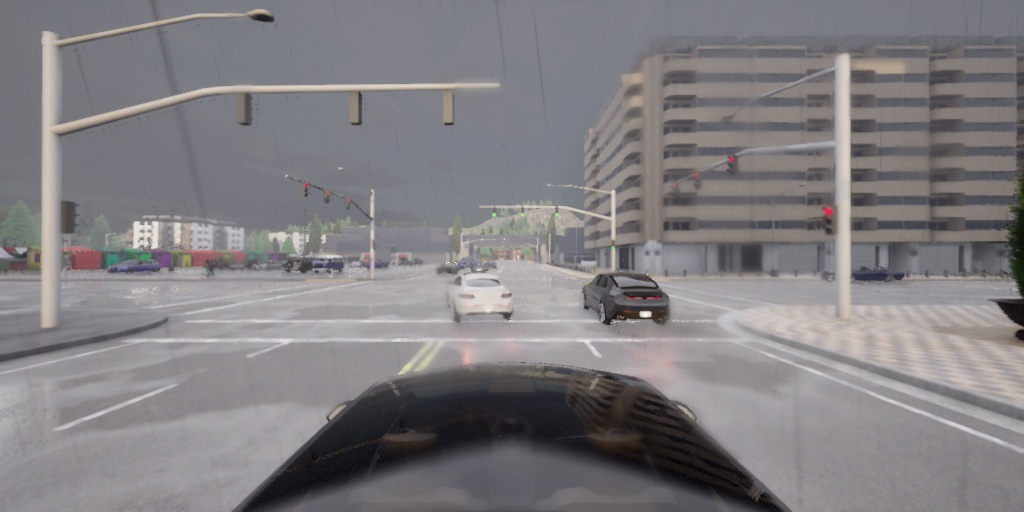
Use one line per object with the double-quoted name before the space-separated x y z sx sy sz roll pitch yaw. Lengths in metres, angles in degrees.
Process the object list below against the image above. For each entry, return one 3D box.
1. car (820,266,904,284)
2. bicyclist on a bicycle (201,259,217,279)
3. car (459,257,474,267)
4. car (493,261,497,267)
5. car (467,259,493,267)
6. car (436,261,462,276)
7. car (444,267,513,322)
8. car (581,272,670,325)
"car" 25.914 1.387 26.705 4.718 1.301 1.895 0 0 0
"bicyclist on a bicycle" -25.344 1.100 30.014 0.582 1.620 1.656 0 0 0
"car" -7.087 1.173 56.657 2.150 2.045 5.566 0 -1 0
"car" -3.554 1.511 60.508 2.033 1.411 5.357 0 0 0
"car" -3.619 1.382 41.307 2.128 1.511 4.902 0 0 -1
"car" -7.112 1.489 39.950 1.895 1.301 4.718 0 0 0
"car" -1.233 1.298 12.530 1.812 1.442 4.674 0 0 -14
"car" 3.589 1.279 12.045 1.837 1.490 4.892 0 1 0
